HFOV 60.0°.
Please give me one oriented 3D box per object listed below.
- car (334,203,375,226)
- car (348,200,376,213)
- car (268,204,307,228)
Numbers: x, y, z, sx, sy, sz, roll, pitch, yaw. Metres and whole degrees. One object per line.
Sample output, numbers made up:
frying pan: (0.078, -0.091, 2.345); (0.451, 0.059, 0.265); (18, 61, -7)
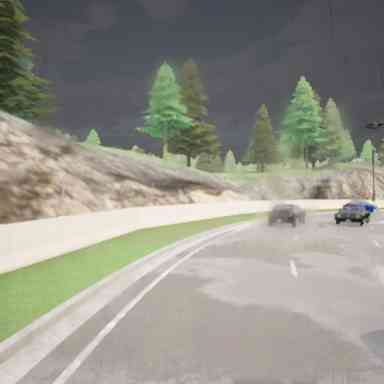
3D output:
car: (12.156, 1.730, 24.962); (1.895, 1.301, 4.718); (0, 0, 35)
car: (18.642, 1.674, 36.957); (5.008, 1.535, 1.882); (1, 0, -39)
car: (6.775, 1.588, 23.360); (1.837, 1.490, 4.892); (0, 0, 30)
